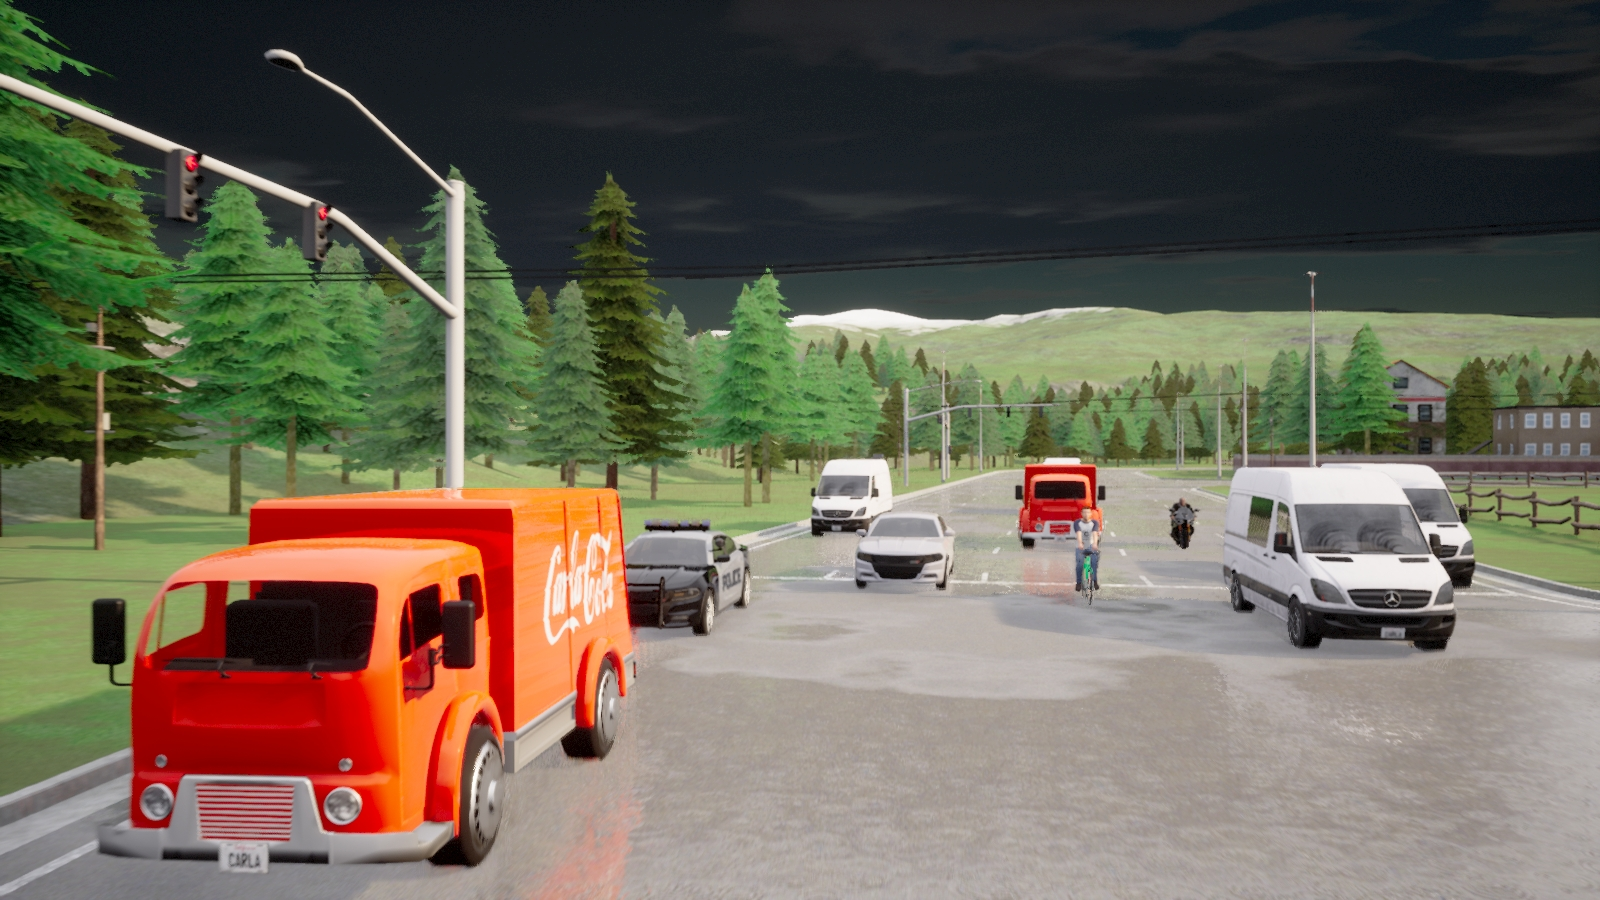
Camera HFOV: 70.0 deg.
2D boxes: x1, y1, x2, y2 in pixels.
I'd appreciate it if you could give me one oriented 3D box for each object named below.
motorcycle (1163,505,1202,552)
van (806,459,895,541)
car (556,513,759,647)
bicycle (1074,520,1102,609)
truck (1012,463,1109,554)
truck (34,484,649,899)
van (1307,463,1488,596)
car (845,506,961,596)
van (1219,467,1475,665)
[{"bbox_3d":[11.266,2.289,33.682,0.867,1.251,2.209,0,0,13],"label":"motorcycle"},{"bbox_3d":[1.847,1.628,39.517,1.988,2.561,5.915,0,0,13],"label":"van"},{"bbox_3d":[-2.181,2.029,19.234,2.097,1.638,5.238,0,0,8],"label":"car"},{"bbox_3d":[5.385,2.110,21.427,0.373,1.496,1.643,0,0,9],"label":"bicycle"},{"bbox_3d":[7.842,1.654,34.418,2.627,2.467,5.204,0,0,13],"label":"truck"},{"bbox_3d":[-3.084,1.591,9.360,2.627,2.467,5.204,0,0,5],"label":"truck"},{"bbox_3d":[13.147,1.601,25.615,1.988,2.561,5.915,0,0,11],"label":"van"},{"bbox_3d":[2.362,2.095,24.951,2.097,1.535,5.006,0,0,10],"label":"car"},{"bbox_3d":[8.384,1.583,18.227,1.988,2.561,5.915,0,0,8],"label":"van"}]
